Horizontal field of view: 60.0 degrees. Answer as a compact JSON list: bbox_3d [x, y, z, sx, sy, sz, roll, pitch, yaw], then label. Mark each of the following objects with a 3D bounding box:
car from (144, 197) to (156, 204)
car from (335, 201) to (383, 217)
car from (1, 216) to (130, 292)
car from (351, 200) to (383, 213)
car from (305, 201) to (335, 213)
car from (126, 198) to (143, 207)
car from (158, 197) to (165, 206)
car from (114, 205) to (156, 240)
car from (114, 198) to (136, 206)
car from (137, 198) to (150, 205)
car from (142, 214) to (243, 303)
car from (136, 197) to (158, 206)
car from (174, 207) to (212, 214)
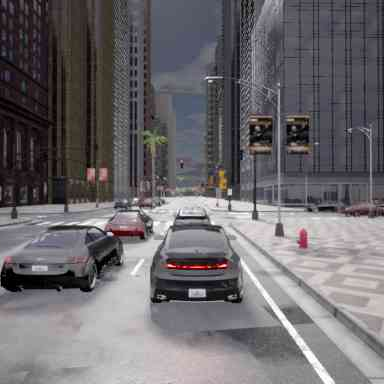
[{"bbox_3d":[-9.863,1.986,78.342,2.033,1.411,5.357,0,0,0],"label":"car"},{"bbox_3d":[15.274,1.576,29.247,4.206,1.307,1.802,0,0,-1],"label":"car"},{"bbox_3d":[-3.168,1.576,8.979,1.994,1.385,4.181,0,0,1],"label":"car"},{"bbox_3d":[20.771,1.641,37.867,4.313,1.339,1.947,0,0,-1],"label":"car"},{"bbox_3d":[15.131,1.660,37.771,4.313,1.339,1.947,0,0,-1],"label":"car"},{"bbox_3d":[-9.915,1.775,57.862,2.128,1.511,4.902,0,0,0],"label":"car"},{"bbox_3d":[-6.656,1.652,60.074,2.097,1.767,4.553,0,0,0],"label":"car"},{"bbox_3d":[-3.174,1.601,17.379,1.994,1.385,4.181,0,0,0],"label":"car"},{"bbox_3d":[-9.918,1.765,48.307,2.033,1.411,5.357,0,0,0],"label":"car"},{"bbox_3d":[-9.852,1.923,67.748,1.994,1.385,4.181,0,0,1],"label":"car"},{"bbox_3d":[0.089,1.515,8.204,1.837,1.490,4.892,0,0,0],"label":"car"},{"bbox_3d":[-6.667,1.706,50.037,1.882,1.535,5.008,0,0,0],"label":"car"},{"bbox_3d":[0.025,1.529,17.526,2.128,1.511,4.902,0,0,0],"label":"car"}]
